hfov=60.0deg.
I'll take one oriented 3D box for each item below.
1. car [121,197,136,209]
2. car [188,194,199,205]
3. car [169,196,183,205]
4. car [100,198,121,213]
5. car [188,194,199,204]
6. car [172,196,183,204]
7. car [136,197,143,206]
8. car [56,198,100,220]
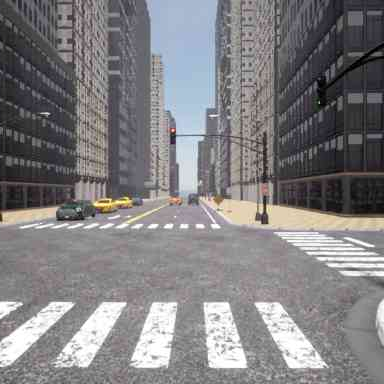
[{"bbox_3d":[-9.707,1.538,47.105,1.882,1.535,5.008,0,0,0],"label":"car"},{"bbox_3d":[0.278,1.606,60.154,1.837,1.490,4.892,0,0,0],"label":"car"},{"bbox_3d":[-2.971,1.452,59.942,2.097,1.767,4.553,0,0,0],"label":"car"},{"bbox_3d":[-9.741,1.516,37.423,1.882,1.535,5.008,0,0,0],"label":"car"},{"bbox_3d":[0.281,1.361,70.361,2.150,2.045,5.566,0,0,0],"label":"car"},{"bbox_3d":[-2.971,1.634,70.131,2.128,1.511,4.902,0,0,0],"label":"car"},{"bbox_3d":[-9.635,1.640,57.752,2.033,1.411,5.357,0,0,1],"label":"car"},{"bbox_3d":[-9.766,1.374,28.236,2.097,1.767,4.553,0,0,0],"label":"car"}]
